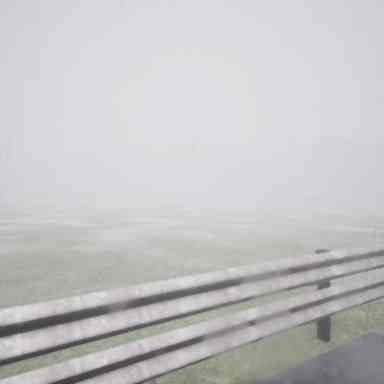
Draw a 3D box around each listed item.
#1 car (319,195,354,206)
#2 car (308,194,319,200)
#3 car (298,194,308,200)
[{"bbox_3d":[21.647,1.194,49.287,4.181,1.385,1.994,0,0,13],"label":"car"},{"bbox_3d":[20.246,1.090,56.773,4.674,1.442,1.812,0,0,13],"label":"car"},{"bbox_3d":[15.580,1.019,54.229,5.357,1.411,2.033,0,0,13],"label":"car"}]
